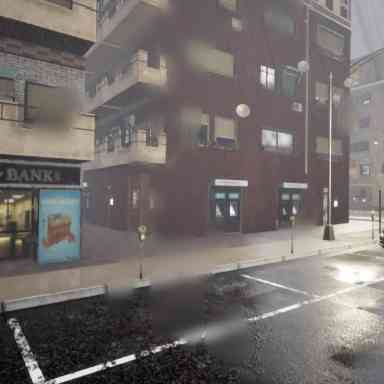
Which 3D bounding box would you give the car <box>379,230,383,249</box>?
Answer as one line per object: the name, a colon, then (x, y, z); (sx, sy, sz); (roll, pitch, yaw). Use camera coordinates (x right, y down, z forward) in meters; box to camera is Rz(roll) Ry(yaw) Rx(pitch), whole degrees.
car: (9.077, 1.554, 13.107); (4.403, 1.369, 2.008); (0, 1, -35)
